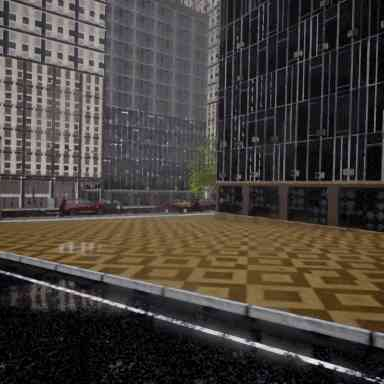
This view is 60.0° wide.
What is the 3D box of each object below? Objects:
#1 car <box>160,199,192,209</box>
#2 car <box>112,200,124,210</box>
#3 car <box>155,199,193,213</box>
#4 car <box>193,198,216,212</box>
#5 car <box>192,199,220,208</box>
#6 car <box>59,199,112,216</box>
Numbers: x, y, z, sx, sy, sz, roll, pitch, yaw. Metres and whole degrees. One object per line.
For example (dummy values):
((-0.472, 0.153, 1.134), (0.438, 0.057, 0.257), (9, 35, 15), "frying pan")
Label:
((-2.452, 1.785, 52.321), (4.829, 1.417, 1.752), (1, 1, -34), "car")
((-11.666, 1.721, 46.011), (4.403, 1.369, 2.008), (1, 1, -34), "car")
((-2.539, 1.966, 42.714), (4.507, 1.381, 1.887), (1, 1, -34), "car")
((2.143, 1.782, 45.913), (5.009, 1.841, 2.192), (1, 1, -34), "car")
((2.365, 1.873, 55.621), (4.313, 1.339, 1.947), (1, 1, -34), "car")
((-11.888, 1.645, 36.303), (5.009, 1.841, 2.192), (1, 1, -34), "car")
